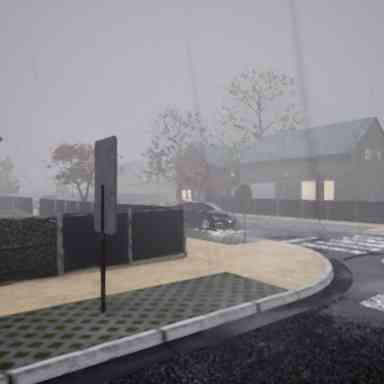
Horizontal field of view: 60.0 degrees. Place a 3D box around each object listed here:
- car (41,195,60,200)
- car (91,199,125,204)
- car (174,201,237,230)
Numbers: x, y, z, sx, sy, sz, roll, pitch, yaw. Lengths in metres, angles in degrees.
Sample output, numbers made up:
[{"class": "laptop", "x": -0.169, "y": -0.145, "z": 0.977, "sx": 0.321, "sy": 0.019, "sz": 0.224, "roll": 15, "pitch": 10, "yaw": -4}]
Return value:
[{"class": "car", "x": -19.651, "y": 1.135, "z": 46.040, "sx": 1.882, "sy": 1.535, "sz": 5.008, "roll": 0, "pitch": 0, "yaw": -37}, {"class": "car", "x": -7.565, "y": 1.214, "z": 30.065, "sx": 1.882, "sy": 1.535, "sz": 5.008, "roll": 0, "pitch": 0, "yaw": -37}, {"class": "car", "x": 0.542, "y": 1.299, "z": 19.444, "sx": 1.837, "sy": 1.490, "sz": 4.892, "roll": 0, "pitch": 0, "yaw": -37}]
